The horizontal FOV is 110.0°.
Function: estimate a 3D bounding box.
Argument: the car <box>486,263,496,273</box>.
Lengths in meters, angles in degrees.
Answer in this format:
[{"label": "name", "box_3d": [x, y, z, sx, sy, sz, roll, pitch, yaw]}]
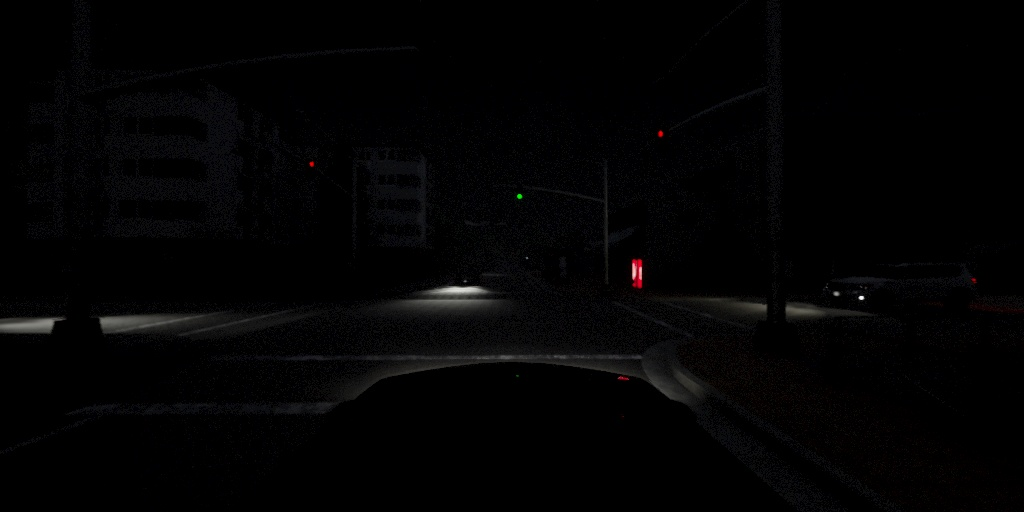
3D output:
[{"label": "car", "box_3d": [-3.546, 1.814, 56.363, 1.994, 1.385, 4.181, 0, -1, 0]}]

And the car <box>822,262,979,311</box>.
[{"label": "car", "box_3d": [17.495, 1.318, 16.311, 5.566, 2.045, 2.150, -1, -1, 0]}]

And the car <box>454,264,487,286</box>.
[{"label": "car", "box_3d": [-3.523, 1.636, 29.485, 2.128, 1.511, 4.902, 0, 0, 0]}]
